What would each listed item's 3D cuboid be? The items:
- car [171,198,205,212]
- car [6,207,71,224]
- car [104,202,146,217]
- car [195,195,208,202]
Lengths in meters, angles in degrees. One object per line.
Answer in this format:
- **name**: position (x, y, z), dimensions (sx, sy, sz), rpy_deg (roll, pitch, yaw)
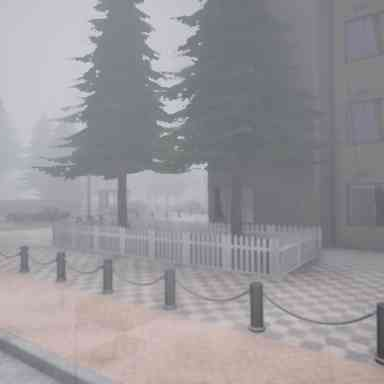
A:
- **car**: position (-0.748, 1.820, 43.297), dimensions (1.812, 1.442, 4.674), rpy_deg (-1, -1, 37)
- **car**: position (-12.650, 1.903, 27.648), dimensions (1.895, 1.301, 4.718), rpy_deg (-1, 0, 37)
- **car**: position (-7.007, 1.790, 35.083), dimensions (2.128, 1.511, 4.902), rpy_deg (-1, -1, 37)
- **car**: position (3.632, 1.700, 84.580), dimensions (1.932, 1.855, 4.605), rpy_deg (-1, 0, 36)
